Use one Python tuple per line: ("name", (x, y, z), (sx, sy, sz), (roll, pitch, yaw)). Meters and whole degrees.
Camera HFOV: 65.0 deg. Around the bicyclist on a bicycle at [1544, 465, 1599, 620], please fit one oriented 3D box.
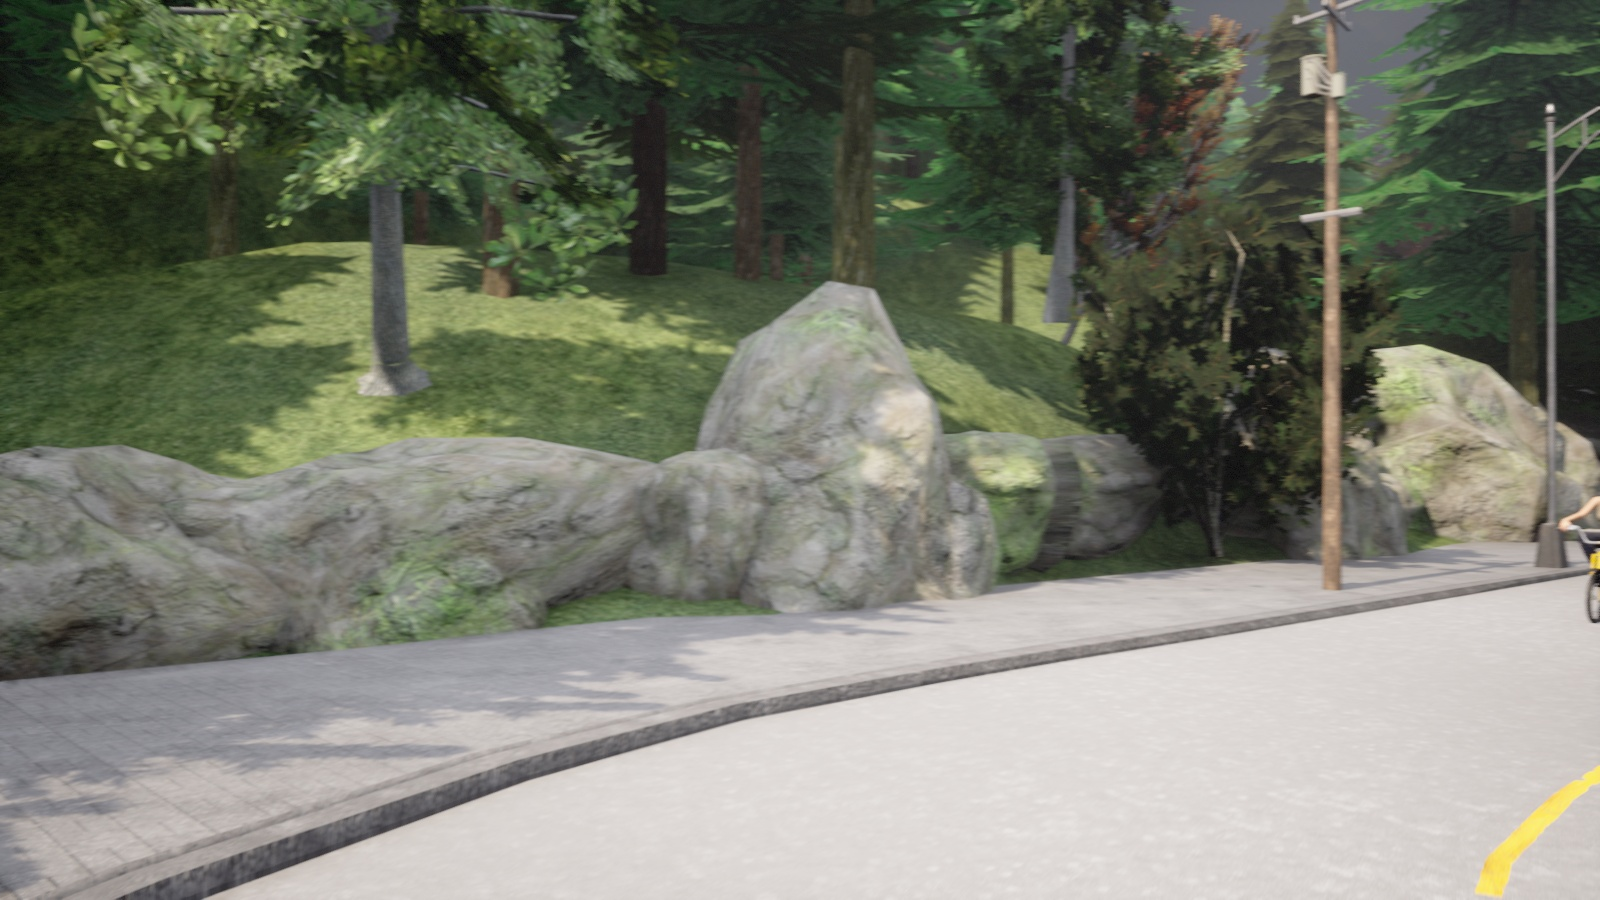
("bicyclist on a bicycle", (8.844, 0.972, 13.671), (1.509, 1.612, 0.866), (1, -1, -43))
